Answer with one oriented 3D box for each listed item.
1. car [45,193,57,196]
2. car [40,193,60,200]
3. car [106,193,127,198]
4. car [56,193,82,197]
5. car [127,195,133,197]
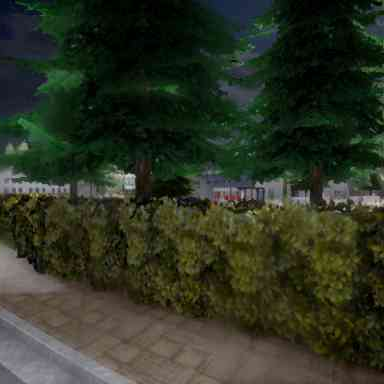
[{"bbox_3d":[-30.145,1.296,74.918,4.514,1.523,2.007,0,0,-34],"label":"car"},{"bbox_3d":[-36.525,1.096,85.640,4.605,1.855,1.932,0,0,-34],"label":"car"},{"bbox_3d":[-20.362,1.151,92.766,5.027,1.636,2.152,0,0,-34],"label":"car"},{"bbox_3d":[-24.588,1.318,66.613,3.633,1.501,1.845,0,0,-34],"label":"car"},{"bbox_3d":[-13.202,1.075,82.163,3.866,1.878,1.905,0,0,-34],"label":"car"}]
